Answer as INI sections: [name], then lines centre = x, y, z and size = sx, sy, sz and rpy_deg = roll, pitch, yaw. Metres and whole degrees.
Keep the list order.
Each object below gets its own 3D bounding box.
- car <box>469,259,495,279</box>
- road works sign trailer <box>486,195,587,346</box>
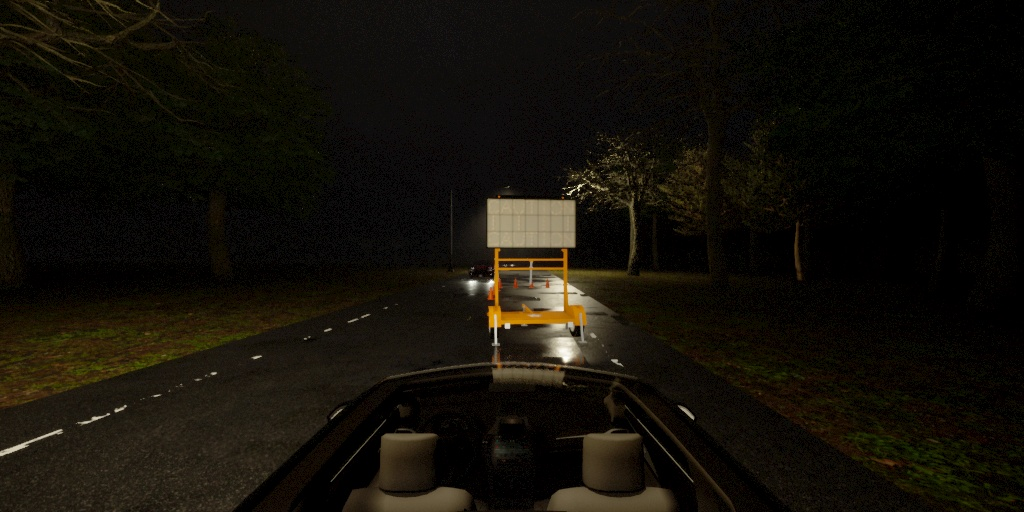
[car]
centre = -2.567, 1.111, 32.371
size = 2.097, 1.767, 4.553
rpy_deg = 0, 0, 2
[road works sign trailer]
centre = 0.490, 0.212, 9.520
size = 2.380, 3.560, 2.880
rpy_deg = 0, 0, -6
